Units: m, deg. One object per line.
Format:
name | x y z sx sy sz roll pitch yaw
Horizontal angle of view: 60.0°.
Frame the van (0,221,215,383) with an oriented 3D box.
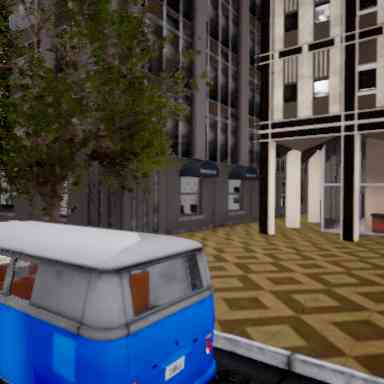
van | -1.658 1.323 4.050 3.998 1.788 1.690 0 1 36
